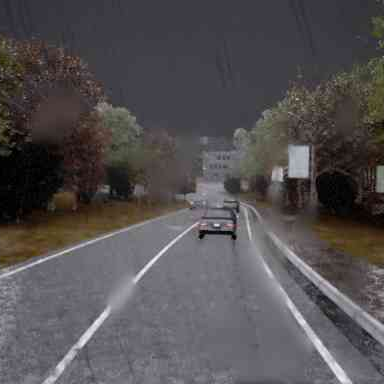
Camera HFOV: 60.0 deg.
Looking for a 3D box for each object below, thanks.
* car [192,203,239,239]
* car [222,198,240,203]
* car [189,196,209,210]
[{"bbox_3d":[1.436,1.527,17.422,2.033,1.411,5.357,1,0,8],"label":"car"},{"bbox_3d":[4.402,1.441,37.759,2.128,1.511,4.902,1,0,8],"label":"car"},{"bbox_3d":[0.937,1.247,40.026,2.097,1.767,4.553,1,0,7],"label":"car"}]
